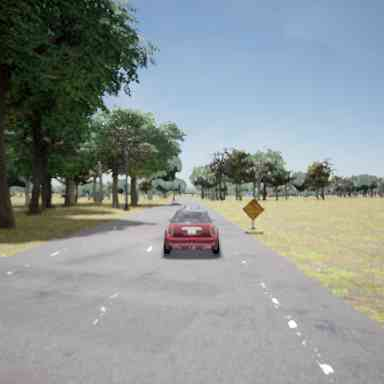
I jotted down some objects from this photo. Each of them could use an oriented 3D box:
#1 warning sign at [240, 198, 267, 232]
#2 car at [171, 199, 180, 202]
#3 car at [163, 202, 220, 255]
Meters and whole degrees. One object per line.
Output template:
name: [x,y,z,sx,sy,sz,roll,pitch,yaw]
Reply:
warning sign: [3.555,1.295,19.276,1.300,1.860,1.060,1,0,0]
car: [-3.538,2.179,71.752,1.812,1.442,4.674,0,-1,0]
car: [-0.006,1.481,14.072,2.097,1.767,4.553,0,-1,0]
